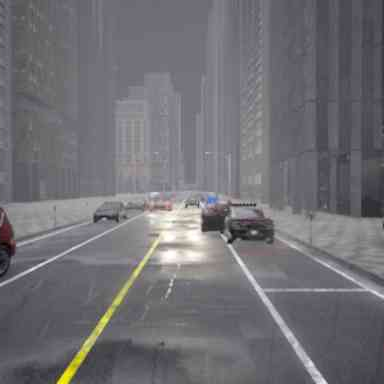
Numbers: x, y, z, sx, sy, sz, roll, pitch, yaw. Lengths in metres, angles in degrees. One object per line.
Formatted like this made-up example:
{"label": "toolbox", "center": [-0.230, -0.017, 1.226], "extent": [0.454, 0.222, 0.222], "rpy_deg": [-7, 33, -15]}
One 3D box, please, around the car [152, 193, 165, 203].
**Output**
{"label": "car", "center": [-5.768, 1.016, 57.872], "extent": [1.967, 1.590, 4.097], "rpy_deg": [0, 0, 0]}

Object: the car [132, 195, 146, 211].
{"label": "car", "center": [-5.767, 1.292, 35.311], "extent": [2.008, 1.369, 4.403], "rpy_deg": [0, 0, 0]}

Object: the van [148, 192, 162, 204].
{"label": "van", "center": [-5.768, 0.958, 52.231], "extent": [1.690, 1.788, 3.998], "rpy_deg": [0, 0, 0]}

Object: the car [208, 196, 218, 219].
{"label": "car", "center": [2.759, 1.327, 29.675], "extent": [1.887, 1.381, 4.507], "rpy_deg": [0, 0, 0]}

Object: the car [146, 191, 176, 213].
{"label": "car", "center": [-3.097, 1.105, 33.655], "extent": [2.097, 1.767, 4.553], "rpy_deg": [0, 0, 0]}

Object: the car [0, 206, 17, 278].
{"label": "car", "center": [-5.766, 1.262, 7.106], "extent": [2.192, 1.841, 5.009], "rpy_deg": [0, 0, 0]}

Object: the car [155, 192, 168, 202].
{"label": "car", "center": [-5.769, 0.849, 63.513], "extent": [2.192, 1.841, 5.009], "rpy_deg": [0, 0, 0]}

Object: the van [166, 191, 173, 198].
{"label": "van", "center": [-5.770, 0.708, 86.076], "extent": [1.690, 1.788, 3.998], "rpy_deg": [0, 0, 0]}

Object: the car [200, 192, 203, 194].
{"label": "car", "center": [2.757, 1.117, 63.519], "extent": [1.802, 1.307, 4.206], "rpy_deg": [0, 0, 0]}

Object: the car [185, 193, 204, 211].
{"label": "car", "center": [0.068, 1.240, 41.891], "extent": [2.033, 1.411, 5.357], "rpy_deg": [0, 0, 0]}

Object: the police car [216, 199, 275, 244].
{"label": "police car", "center": [2.366, 1.313, 15.248], "extent": [1.930, 1.638, 5.238], "rpy_deg": [0, 0, 0]}

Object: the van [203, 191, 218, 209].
{"label": "van", "center": [2.757, 1.000, 46.595], "extent": [1.690, 1.788, 3.998], "rpy_deg": [0, 0, 0]}

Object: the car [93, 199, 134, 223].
{"label": "car", "center": [-5.766, 1.389, 24.030], "extent": [1.947, 1.339, 4.313], "rpy_deg": [0, 0, 0]}

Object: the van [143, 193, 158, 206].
{"label": "van", "center": [-5.768, 0.999, 46.590], "extent": [1.690, 1.788, 3.998], "rpy_deg": [0, 0, 0]}
